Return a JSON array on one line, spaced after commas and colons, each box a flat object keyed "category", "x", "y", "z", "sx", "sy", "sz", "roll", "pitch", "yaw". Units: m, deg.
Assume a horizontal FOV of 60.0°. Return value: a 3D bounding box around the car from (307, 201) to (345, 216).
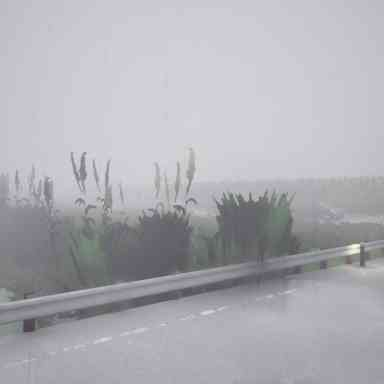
[{"category": "car", "x": 10.812, "y": 1.569, "z": 28.981, "sx": 2.097, "sy": 1.767, "sz": 4.553, "roll": -1, "pitch": 1, "yaw": -43}]
